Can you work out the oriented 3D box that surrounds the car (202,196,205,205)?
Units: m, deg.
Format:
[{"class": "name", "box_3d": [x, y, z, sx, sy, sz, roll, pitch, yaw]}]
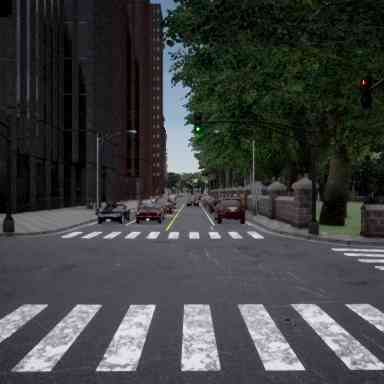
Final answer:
[{"class": "car", "box_3d": [2.775, 1.585, 46.862, 2.008, 1.369, 4.403, 0, 0, 0]}]

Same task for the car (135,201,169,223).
[{"class": "car", "box_3d": [-3.093, 1.612, 25.475, 1.895, 1.301, 4.718, 0, 0, 0]}]

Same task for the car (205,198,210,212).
[{"class": "car", "box_3d": [2.772, 1.588, 35.949, 1.947, 1.339, 4.313, 0, 0, 0]}]

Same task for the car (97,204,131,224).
[{"class": "car", "box_3d": [-5.756, 1.576, 25.029, 1.947, 1.339, 4.313, 0, 0, 0]}]

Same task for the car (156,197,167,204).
[{"class": "car", "box_3d": [-5.746, 1.634, 63.228, 1.802, 1.307, 4.206, 0, 0, 0]}]

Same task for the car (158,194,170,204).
[{"class": "car", "box_3d": [-5.745, 1.374, 68.686, 2.192, 1.841, 5.009, 0, 0, 0]}]

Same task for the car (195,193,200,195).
[{"class": "car", "box_3d": [0.119, 1.548, 69.736, 2.128, 1.511, 4.902, 0, 0, 0]}]

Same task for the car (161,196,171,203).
[{"class": "car", "box_3d": [-5.743, 1.611, 74.142, 1.887, 1.381, 4.507, 0, 0, 0]}]

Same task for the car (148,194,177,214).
[{"class": "car", "box_3d": [-3.089, 1.373, 35.468, 2.097, 1.767, 4.553, 0, 0, 1]}]

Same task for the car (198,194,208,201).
[{"class": "car", "box_3d": [2.785, 1.399, 85.058, 2.192, 1.841, 5.009, 0, 0, 0]}]

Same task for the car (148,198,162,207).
[{"class": "car", "box_3d": [-5.749, 1.622, 52.314, 1.802, 1.307, 4.206, 0, 0, 0]}]

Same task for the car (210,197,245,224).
[{"class": "car", "box_3d": [2.769, 1.325, 25.036, 2.192, 1.841, 5.009, 0, 0, 0]}]

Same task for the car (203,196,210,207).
[{"class": "car", "box_3d": [2.773, 1.579, 41.405, 2.008, 1.369, 4.403, 0, 0, 0]}]

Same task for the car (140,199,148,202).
[{"class": "car", "box_3d": [-5.752, 1.579, 41.400, 2.008, 1.369, 4.403, 0, 0, 0]}]

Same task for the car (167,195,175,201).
[{"class": "car", "box_3d": [-5.739, 1.533, 90.514, 1.967, 1.590, 4.097, 0, 0, 0]}]

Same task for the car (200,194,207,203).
[{"class": "car", "box_3d": [2.776, 1.480, 52.319, 1.967, 1.590, 4.097, 0, 0, 0]}]

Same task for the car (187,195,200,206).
[{"class": "car", "box_3d": [0.115, 1.642, 53.447, 1.895, 1.301, 4.718, 0, 0, 0]}]

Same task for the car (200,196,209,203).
[{"class": "car", "box_3d": [2.782, 1.592, 74.314, 1.752, 1.417, 4.829, 0, 0, 0]}]

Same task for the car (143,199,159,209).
[{"class": "car", "box_3d": [-5.750, 1.616, 46.857, 1.802, 1.307, 4.206, 0, 0, 0]}]

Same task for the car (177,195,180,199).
[{"class": "car", "box_3d": [-3.078, 1.538, 45.701, 1.837, 1.490, 4.892, 0, 0, 0]}]

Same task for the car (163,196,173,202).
[{"class": "car", "box_3d": [-5.742, 1.619, 79.600, 1.887, 1.381, 4.507, 0, 0, 0]}]
